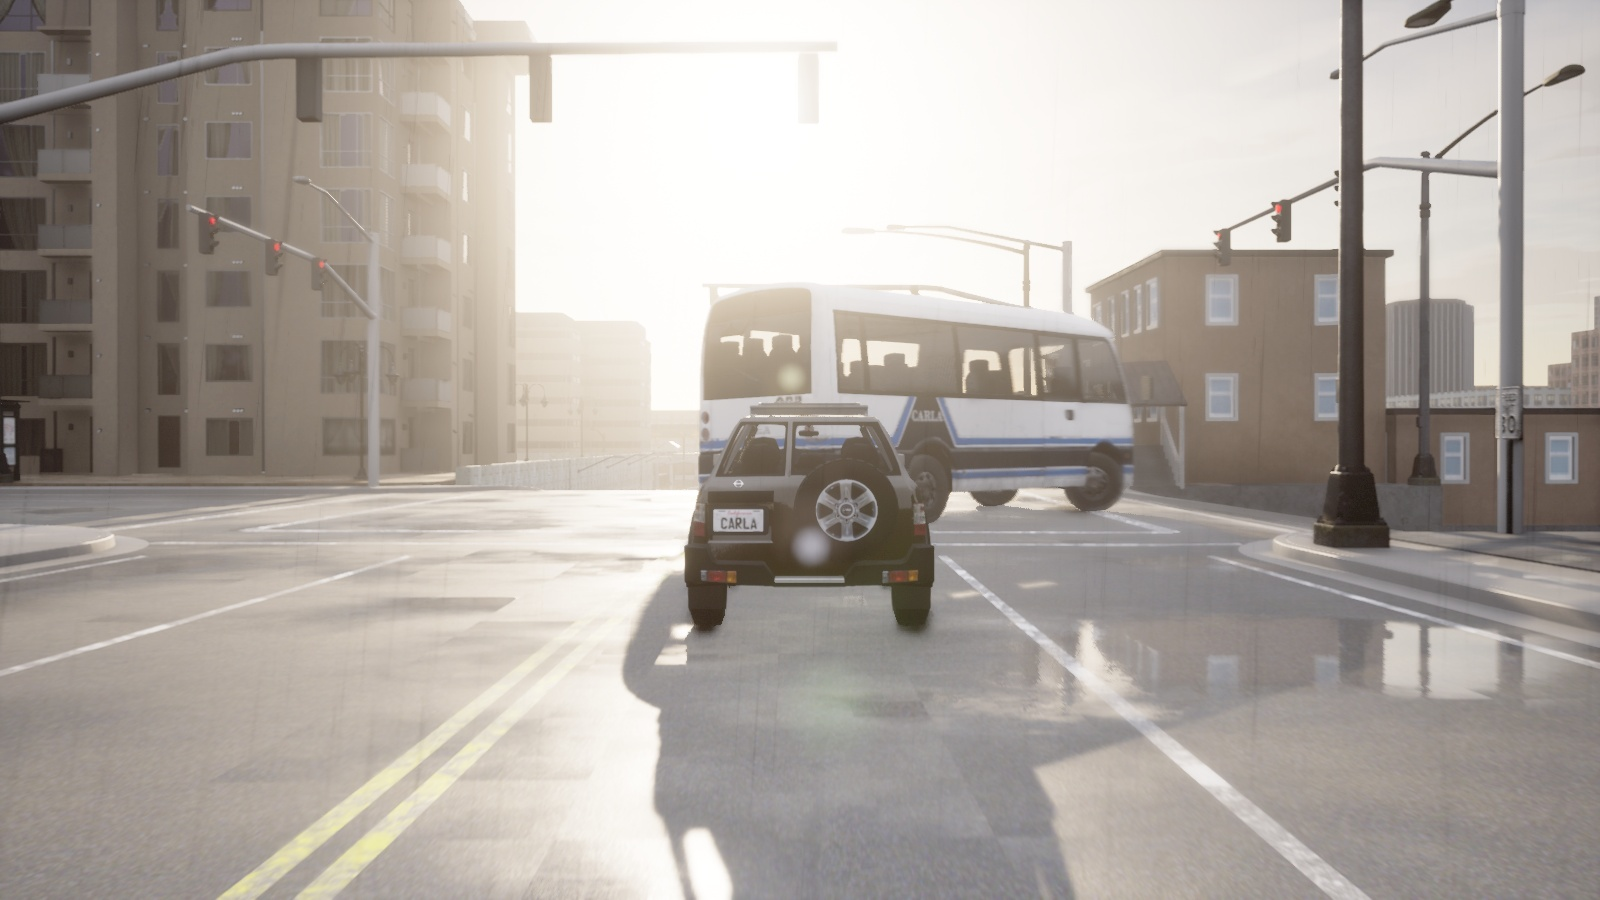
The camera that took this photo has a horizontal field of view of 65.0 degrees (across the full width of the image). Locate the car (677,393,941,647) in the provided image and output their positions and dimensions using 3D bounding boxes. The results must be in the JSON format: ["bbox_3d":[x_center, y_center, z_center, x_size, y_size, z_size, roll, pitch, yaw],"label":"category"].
[{"bbox_3d":[0.081,0.501,11.496,1.932,1.855,4.605,0,0,0],"label":"car"}]

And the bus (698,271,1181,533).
[{"bbox_3d":[3.212,-0.787,25.347,10.273,4.253,3.944,0,0,-44],"label":"bus"}]
